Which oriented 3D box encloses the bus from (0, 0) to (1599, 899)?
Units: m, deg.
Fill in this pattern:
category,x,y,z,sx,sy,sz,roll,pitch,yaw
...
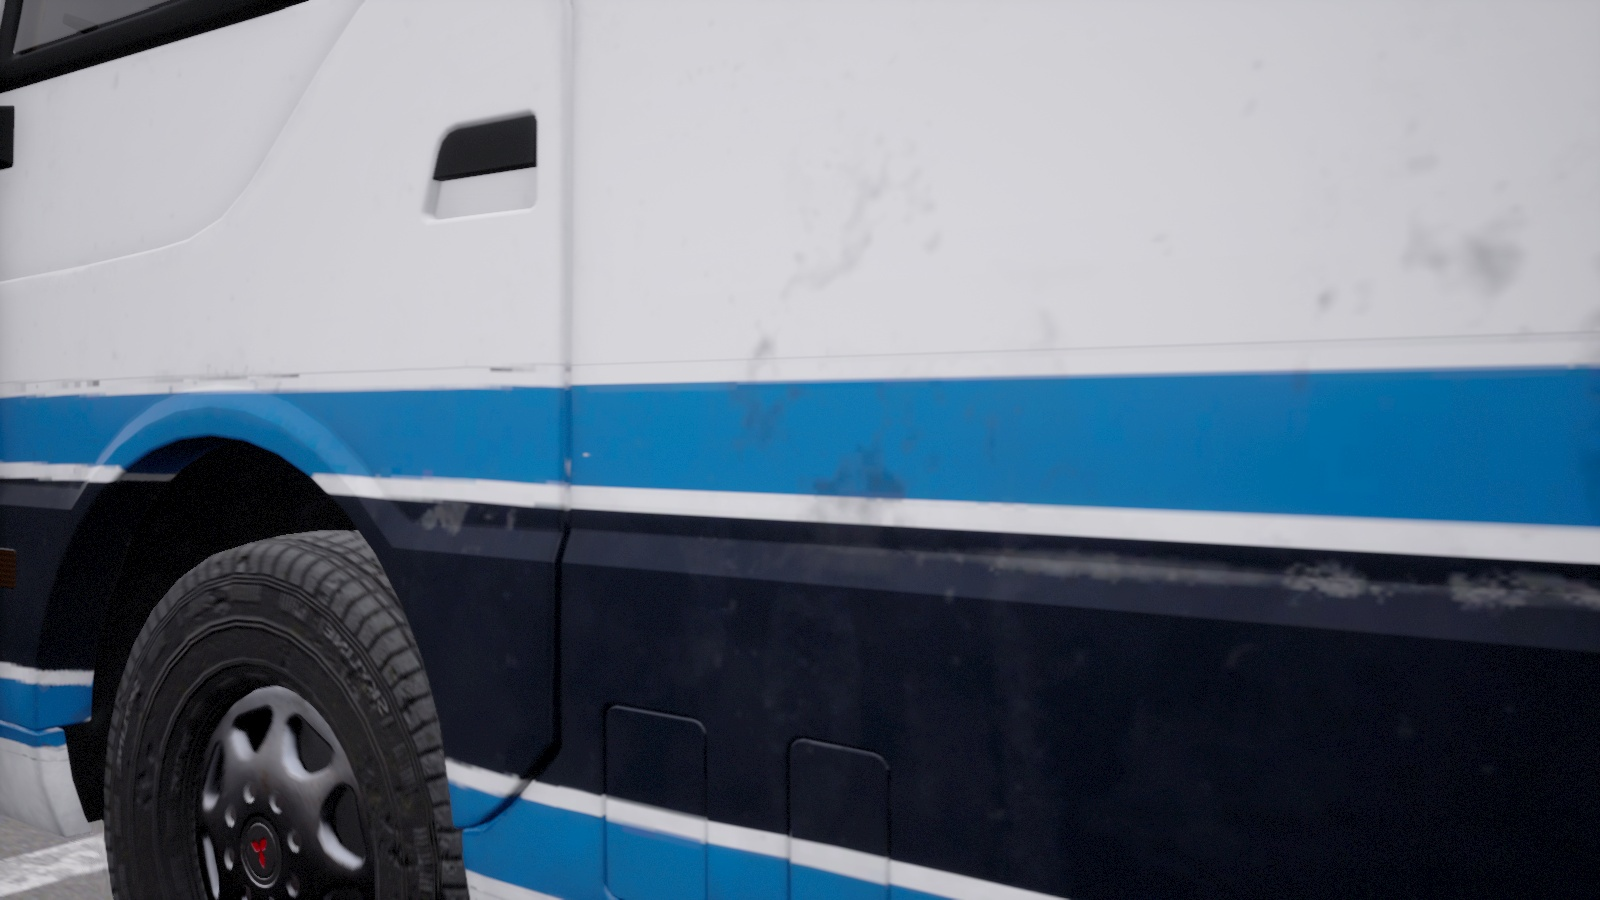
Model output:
category,x,y,z,sx,sy,sz,roll,pitch,yaw
bus,2.255,-0.696,2.098,10.273,4.253,3.944,0,1,34
